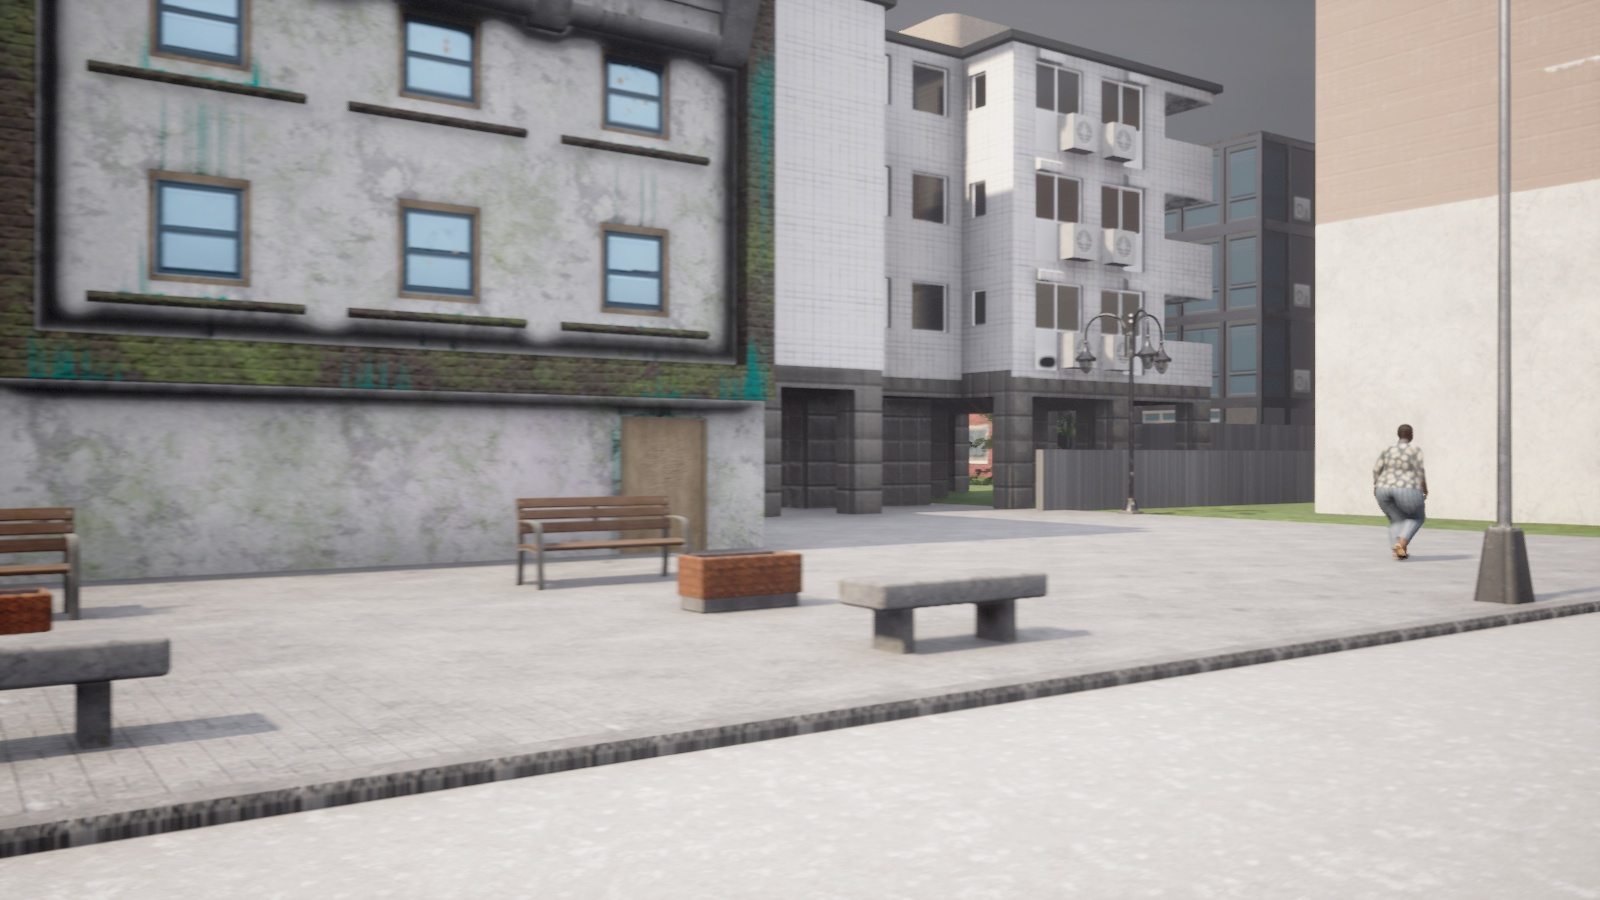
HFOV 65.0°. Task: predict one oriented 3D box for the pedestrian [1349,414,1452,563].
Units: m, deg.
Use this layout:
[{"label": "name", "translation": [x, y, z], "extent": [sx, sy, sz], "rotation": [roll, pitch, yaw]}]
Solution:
[{"label": "pedestrian", "translation": [7.790, 0.478, 16.290], "extent": [0.900, 1.855, 0.874], "rotation": [0, 0, -36]}]
